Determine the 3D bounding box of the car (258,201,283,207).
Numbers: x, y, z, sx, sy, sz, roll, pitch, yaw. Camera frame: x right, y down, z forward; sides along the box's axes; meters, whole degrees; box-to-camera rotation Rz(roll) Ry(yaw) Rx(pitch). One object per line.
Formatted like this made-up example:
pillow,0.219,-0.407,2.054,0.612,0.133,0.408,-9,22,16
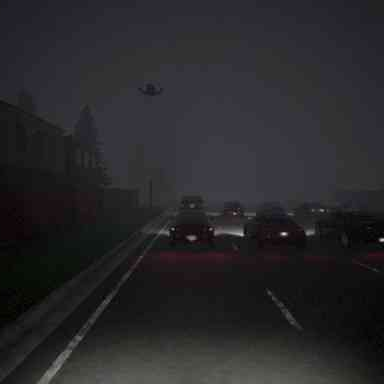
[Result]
car,7.000,1.530,29.659,1.812,1.442,4.674,0,0,0

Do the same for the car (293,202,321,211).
car,10.500,1.561,29.659,2.033,1.411,5.357,0,0,0

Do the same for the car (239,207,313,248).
car,3.500,1.570,14.659,1.994,1.385,4.181,0,0,0

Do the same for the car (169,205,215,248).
car,0.000,1.530,14.659,1.812,1.442,4.674,0,0,0

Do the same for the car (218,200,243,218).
car,3.500,1.514,29.659,1.837,1.490,4.892,0,0,0

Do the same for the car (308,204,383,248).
car,7.000,1.514,14.659,1.837,1.490,4.892,0,0,0

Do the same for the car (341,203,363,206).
car,14.000,1.614,29.689,1.895,1.301,4.718,0,0,0

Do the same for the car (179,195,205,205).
car,0.000,1.255,29.689,2.150,2.045,5.566,0,0,0
